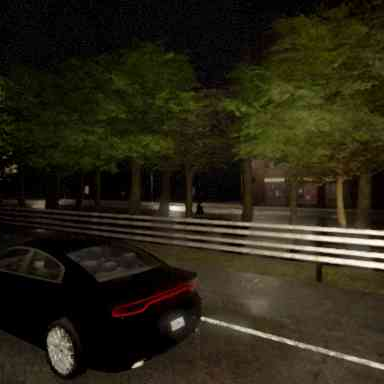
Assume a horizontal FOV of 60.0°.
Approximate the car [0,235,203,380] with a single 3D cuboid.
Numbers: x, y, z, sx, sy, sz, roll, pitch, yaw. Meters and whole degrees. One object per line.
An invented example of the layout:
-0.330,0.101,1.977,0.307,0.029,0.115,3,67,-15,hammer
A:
-2.189,1.464,5.552,5.008,1.535,1.882,0,0,35,car
